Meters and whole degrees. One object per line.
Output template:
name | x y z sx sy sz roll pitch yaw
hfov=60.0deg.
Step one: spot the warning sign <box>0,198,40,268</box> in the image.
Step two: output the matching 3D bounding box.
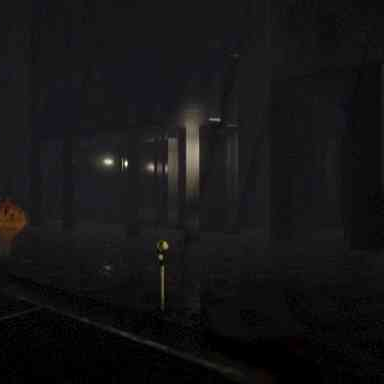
warning sign | -5.291 1.112 9.572 1.060 1.860 1.300 0 0 35
